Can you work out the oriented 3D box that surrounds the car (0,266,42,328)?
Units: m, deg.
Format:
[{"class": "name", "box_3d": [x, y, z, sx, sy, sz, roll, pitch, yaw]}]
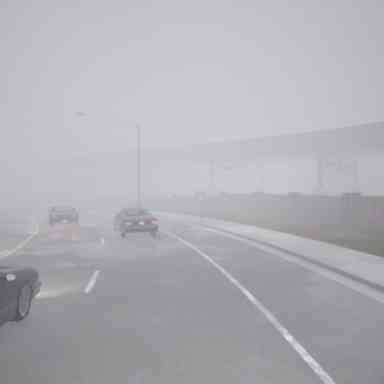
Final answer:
[{"class": "car", "box_3d": [-3.691, 1.560, 4.146, 2.033, 1.411, 5.357, 0, 0, -5]}]

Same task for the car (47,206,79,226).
[{"class": "car", "box_3d": [-9.502, 1.656, 24.273, 1.895, 1.301, 4.718, -1, 0, -26]}]

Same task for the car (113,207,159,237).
[{"class": "car", "box_3d": [-3.219, 1.549, 18.320, 2.033, 1.411, 5.357, -1, 0, -19]}]
